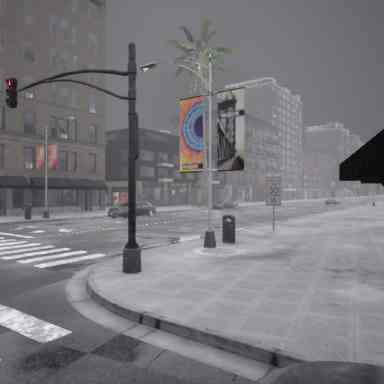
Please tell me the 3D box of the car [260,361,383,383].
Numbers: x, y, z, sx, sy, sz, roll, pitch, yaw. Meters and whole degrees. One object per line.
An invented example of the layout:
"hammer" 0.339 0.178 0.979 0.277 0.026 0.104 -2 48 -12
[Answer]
"car" 2.171 1.551 1.302 4.403 1.369 2.008 0 0 35

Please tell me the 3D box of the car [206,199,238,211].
"car" 3.905 1.605 41.859 2.033 1.411 5.357 0 0 35

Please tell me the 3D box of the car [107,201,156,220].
"car" -5.156 1.531 28.990 1.837 1.490 4.892 0 0 35

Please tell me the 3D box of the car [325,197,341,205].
"car" 26.315 1.710 62.095 1.994 1.385 4.181 0 0 35
